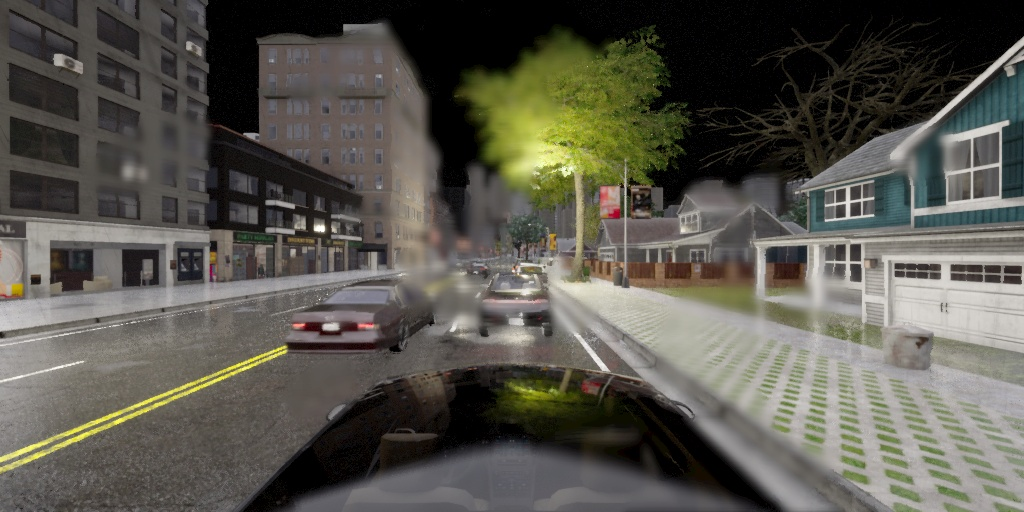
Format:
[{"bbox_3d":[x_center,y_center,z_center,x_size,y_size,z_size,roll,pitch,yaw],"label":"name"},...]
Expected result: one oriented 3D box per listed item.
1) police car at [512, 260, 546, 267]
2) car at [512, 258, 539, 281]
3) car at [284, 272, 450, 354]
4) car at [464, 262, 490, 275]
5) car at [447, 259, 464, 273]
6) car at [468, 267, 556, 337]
[{"bbox_3d":[1.027,1.165,20.528,1.930,1.638,5.238,0,0,0],"label":"police car"},{"bbox_3d":[1.054,1.081,30.388,2.097,1.767,4.553,0,0,0],"label":"car"},{"bbox_3d":[-3.134,1.295,8.802,2.033,1.411,5.357,0,0,1],"label":"car"},{"bbox_3d":[-3.061,1.252,33.558,1.812,1.442,4.674,0,0,0],"label":"car"},{"bbox_3d":[-6.486,1.265,42.851,2.033,1.411,5.357,0,0,0],"label":"car"},{"bbox_3d":[0.122,1.239,10.278,2.128,1.511,4.902,0,0,0],"label":"car"}]
